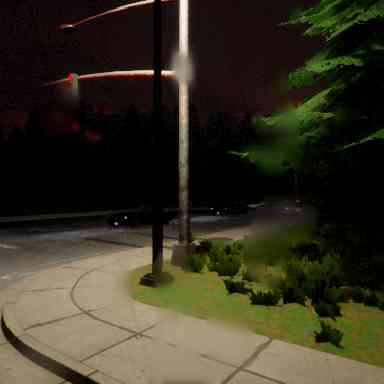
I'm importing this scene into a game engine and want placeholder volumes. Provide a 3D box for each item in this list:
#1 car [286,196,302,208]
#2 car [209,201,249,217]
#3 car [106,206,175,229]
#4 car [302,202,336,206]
[{"bbox_3d":[14.917,1.323,47.001,2.097,1.767,4.553,0,0,37],"label":"car"},{"bbox_3d":[3.579,1.574,31.382,1.895,1.301,4.718,0,0,35],"label":"car"},{"bbox_3d":[-3.241,1.574,21.542,1.895,1.301,4.718,0,0,35],"label":"car"},{"bbox_3d":[16.399,1.195,42.910,2.150,2.045,5.566,0,0,36],"label":"car"}]
